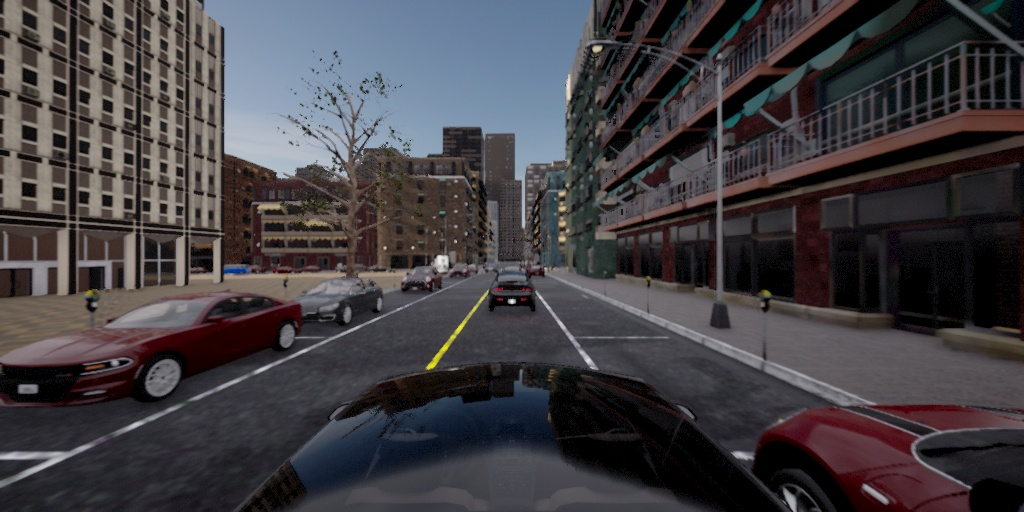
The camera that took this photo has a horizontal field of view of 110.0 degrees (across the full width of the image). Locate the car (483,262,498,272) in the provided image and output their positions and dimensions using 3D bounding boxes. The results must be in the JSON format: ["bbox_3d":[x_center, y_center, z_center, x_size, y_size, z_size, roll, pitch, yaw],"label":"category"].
[{"bbox_3d":[-3.028,1.776,53.393,2.128,1.511,4.902,0,-1,0],"label":"car"}]

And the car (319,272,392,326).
[{"bbox_3d":[-5.694,1.403,11.989,2.007,1.370,4.403,0,0,0],"label":"car"}]

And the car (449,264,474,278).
[{"bbox_3d":[-5.699,1.577,39.625,1.967,1.591,4.097,0,0,0],"label":"car"}]

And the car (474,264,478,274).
[{"bbox_3d":[-5.702,1.836,50.681,1.802,1.307,4.207,0,0,0],"label":"car"}]

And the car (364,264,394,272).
[{"bbox_3d":[-22.405,2.256,61.442,4.403,1.370,2.007,0,0,0],"label":"car"}]

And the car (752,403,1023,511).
[{"bbox_3d":[2.689,1.182,0.936,1.967,1.591,4.097,0,0,0],"label":"car"}]

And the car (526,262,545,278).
[{"bbox_3d":[2.682,1.682,39.626,1.888,1.381,4.507,0,0,0],"label":"car"}]

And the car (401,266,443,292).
[{"bbox_3d":[-5.696,1.404,23.044,1.967,1.591,4.097,0,0,0],"label":"car"}]

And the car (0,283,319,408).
[{"bbox_3d":[-5.693,1.343,6.462,1.888,1.381,4.507,0,0,0],"label":"car"}]

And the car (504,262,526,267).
[{"bbox_3d":[0.023,1.525,31.093,1.882,1.535,5.008,0,0,1],"label":"car"}]

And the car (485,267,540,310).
[{"bbox_3d":[0.018,1.394,15.369,1.837,1.490,4.892,0,0,0],"label":"car"}]
